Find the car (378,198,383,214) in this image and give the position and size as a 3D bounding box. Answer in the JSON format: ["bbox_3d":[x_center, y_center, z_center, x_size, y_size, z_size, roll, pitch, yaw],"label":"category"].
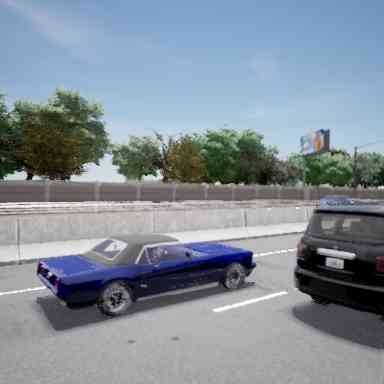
[{"bbox_3d":[23.444,1.571,37.915,4.553,1.767,2.097,0,0,-35],"label":"car"}]

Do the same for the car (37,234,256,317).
[{"bbox_3d":[-0.773,1.616,7.496,4.718,1.301,1.895,0,0,-36],"label":"car"}]

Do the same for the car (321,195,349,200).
[{"bbox_3d":[18.172,1.432,42.755,5.566,2.045,2.150,1,0,-35],"label":"car"}]

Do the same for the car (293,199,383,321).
[{"bbox_3d":[4.502,1.256,6.961,5.566,2.045,2.150,0,0,-36],"label":"car"}]
